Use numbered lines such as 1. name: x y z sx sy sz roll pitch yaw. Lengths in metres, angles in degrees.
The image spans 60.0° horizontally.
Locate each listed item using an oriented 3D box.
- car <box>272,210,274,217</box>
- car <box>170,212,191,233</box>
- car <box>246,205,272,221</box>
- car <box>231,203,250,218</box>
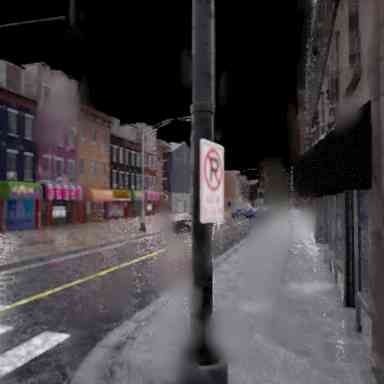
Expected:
1. car: 11.342 3.034 50.400 1.895 1.301 4.718 0 -2 18
2. car: 0.153 2.219 24.558 2.033 1.411 5.357 0 -2 18
3. car: 8.127 2.605 40.117 1.882 1.535 5.008 0 -2 18
4. car: 6.862 2.486 45.410 2.150 2.045 5.566 0 -2 18
